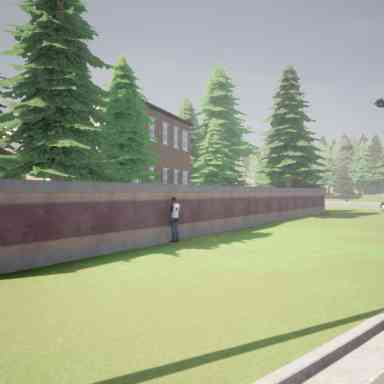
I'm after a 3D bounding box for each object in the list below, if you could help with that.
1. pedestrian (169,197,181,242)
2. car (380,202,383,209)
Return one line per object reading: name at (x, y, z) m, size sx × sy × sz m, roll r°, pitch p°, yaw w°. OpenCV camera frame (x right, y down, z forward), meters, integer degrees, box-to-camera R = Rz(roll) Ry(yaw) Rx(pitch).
pedestrian at (-0.689, 1.086, 13.473) m, size 0.375 × 1.860 × 0.375 m, roll 0°, pitch 0°, yaw -42°
car at (25.211, 1.505, 40.670) m, size 1.837 × 1.490 × 4.892 m, roll 0°, pitch 0°, yaw -6°
